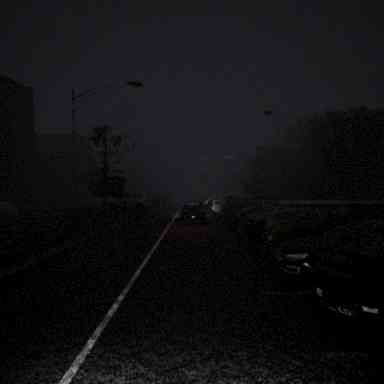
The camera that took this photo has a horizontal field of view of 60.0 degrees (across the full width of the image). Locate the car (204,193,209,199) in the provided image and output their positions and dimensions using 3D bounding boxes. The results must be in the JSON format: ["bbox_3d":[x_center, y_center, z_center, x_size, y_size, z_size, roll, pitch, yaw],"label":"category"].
[{"bbox_3d":[4.604,1.169,50.511,5.566,2.045,2.435,0,0,0],"label":"car"}]

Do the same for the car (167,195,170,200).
[{"bbox_3d":[-7.518,1.400,63.889,5.366,1.575,1.946,0,0,0],"label":"car"}]

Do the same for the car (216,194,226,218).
[{"bbox_3d":[4.609,1.321,28.162,4.553,1.767,2.185,0,0,0],"label":"car"}]

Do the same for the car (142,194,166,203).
[{"bbox_3d":[-7.673,1.269,66.831,4.553,1.767,2.185,0,0,0],"label":"car"}]

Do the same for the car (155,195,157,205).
[{"bbox_3d":[-7.694,1.464,46.134,4.674,1.452,2.002,0,0,0],"label":"car"}]

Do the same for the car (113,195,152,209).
[{"bbox_3d":[-7.664,1.302,43.195,4.553,1.767,2.185,0,0,0],"label":"car"}]

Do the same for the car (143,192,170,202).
[{"bbox_3d":[-7.677,1.067,72.602,5.566,2.045,2.435,0,1,0],"label":"car"}]

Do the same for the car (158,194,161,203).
[{"bbox_3d":[-7.728,1.447,52.136,4.792,1.488,2.163,0,0,0],"label":"car"}]

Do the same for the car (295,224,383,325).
[{"bbox_3d":[4.642,1.475,5.813,4.892,1.521,2.231,0,0,0],"label":"car"}]

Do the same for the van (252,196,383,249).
[{"bbox_3d":[4.529,1.241,11.400,4.442,1.987,1.878,0,0,0],"label":"van"}]

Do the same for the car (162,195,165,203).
[{"bbox_3d":[-7.707,1.411,57.886,4.892,1.521,2.231,0,0,0],"label":"car"}]

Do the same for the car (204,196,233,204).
[{"bbox_3d":[4.623,1.412,59.017,4.892,1.521,2.231,0,0,0],"label":"car"}]

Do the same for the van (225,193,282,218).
[{"bbox_3d":[4.759,1.228,22.575,4.442,1.987,1.878,0,0,0],"label":"van"}]

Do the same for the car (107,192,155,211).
[{"bbox_3d":[-7.723,1.180,40.382,5.566,2.045,2.435,0,0,0],"label":"car"}]

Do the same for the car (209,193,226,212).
[{"bbox_3d":[4.667,1.192,30.957,5.566,2.045,2.435,0,0,0],"label":"car"}]

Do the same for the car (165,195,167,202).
[{"bbox_3d":[-7.887,1.404,60.949,5.366,1.575,1.946,0,0,0],"label":"car"}]

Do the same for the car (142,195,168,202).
[{"bbox_3d":[-7.710,1.369,69.661,5.008,1.535,2.097,0,1,0],"label":"car"}]

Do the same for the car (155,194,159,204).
[{"bbox_3d":[-7.694,1.461,49.197,4.674,1.452,2.002,0,0,0],"label":"car"}]

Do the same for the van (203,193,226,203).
[{"bbox_3d":[4.509,1.169,67.270,4.442,1.987,1.878,0,1,0],"label":"van"}]

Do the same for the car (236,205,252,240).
[{"bbox_3d":[4.640,1.463,14.319,5.008,1.535,2.097,0,0,0],"label":"car"}]

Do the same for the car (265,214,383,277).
[{"bbox_3d":[4.653,1.471,8.607,4.892,1.521,2.231,0,0,0],"label":"car"}]

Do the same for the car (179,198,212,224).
[{"bbox_3d":[0.091,1.462,24.742,2.128,1.511,4.902,0,0,0],"label":"car"}]

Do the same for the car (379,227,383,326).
[{"bbox_3d":[4.617,1.351,3.021,4.553,1.767,2.185,0,0,0],"label":"car"}]

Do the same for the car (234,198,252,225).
[{"bbox_3d":[4.675,1.335,16.989,4.553,1.767,2.185,0,0,0],"label":"car"}]

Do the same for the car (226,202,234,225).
[{"bbox_3d":[4.641,1.497,19.781,4.674,1.452,2.002,0,0,0],"label":"car"}]

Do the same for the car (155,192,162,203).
[{"bbox_3d":[-7.731,1.288,55.074,4.553,1.767,2.185,0,0,0],"label":"car"}]

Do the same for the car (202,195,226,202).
[{"bbox_3d":[4.619,1.365,70.080,4.892,1.521,2.231,0,1,0],"label":"car"}]
